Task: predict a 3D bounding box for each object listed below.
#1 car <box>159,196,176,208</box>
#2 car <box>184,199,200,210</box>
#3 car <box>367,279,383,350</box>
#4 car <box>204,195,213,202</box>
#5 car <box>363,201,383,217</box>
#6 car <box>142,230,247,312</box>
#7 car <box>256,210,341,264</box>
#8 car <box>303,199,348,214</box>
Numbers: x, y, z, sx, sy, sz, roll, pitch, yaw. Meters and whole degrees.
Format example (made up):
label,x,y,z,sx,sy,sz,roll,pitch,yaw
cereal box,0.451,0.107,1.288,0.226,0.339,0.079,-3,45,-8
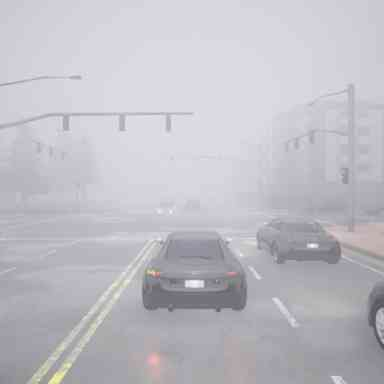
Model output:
label,x,y,z,sx,sy,sz,roll,pitch,yaw
car,-3.599,1.525,47.094,1.812,1.442,4.674,0,0,0
car,0.047,1.563,42.702,1.994,1.385,4.181,0,0,2
car,3.600,1.505,3.158,1.837,1.490,4.892,0,0,0
car,3.477,1.362,71.301,2.128,1.511,4.902,0,0,0
car,18.550,1.504,30.957,4.892,1.490,1.837,0,0,-2
car,0.057,1.564,7.786,1.994,1.385,4.181,0,0,0
car,3.578,1.564,11.870,1.994,1.385,4.181,0,0,0
car,14.054,1.491,34.343,4.902,1.511,2.128,0,0,-1
